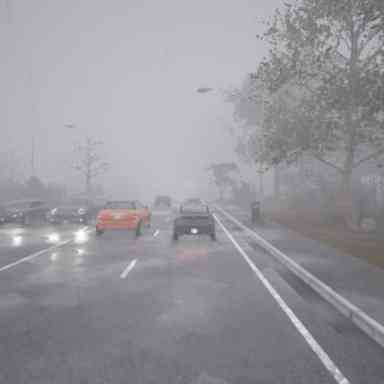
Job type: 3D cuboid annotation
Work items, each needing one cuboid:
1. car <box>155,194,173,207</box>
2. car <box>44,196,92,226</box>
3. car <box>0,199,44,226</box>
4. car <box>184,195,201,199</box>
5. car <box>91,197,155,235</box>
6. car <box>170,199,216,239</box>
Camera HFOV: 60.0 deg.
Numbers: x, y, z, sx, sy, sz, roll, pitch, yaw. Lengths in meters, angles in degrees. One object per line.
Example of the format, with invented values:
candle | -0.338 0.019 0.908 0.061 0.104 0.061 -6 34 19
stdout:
car | -3.396 0.982 39.903 1.837 1.490 4.892 0 1 0
car | -7.096 1.081 20.891 2.097 1.767 4.553 0 1 0
car | -10.596 1.230 21.055 1.837 1.490 4.892 0 1 0
car | 0.090 1.036 37.309 1.812 1.442 4.674 0 1 0
car | -3.398 1.128 17.303 2.097 1.767 4.553 0 1 0
car | 0.101 1.299 15.952 1.837 1.490 4.892 0 1 0
